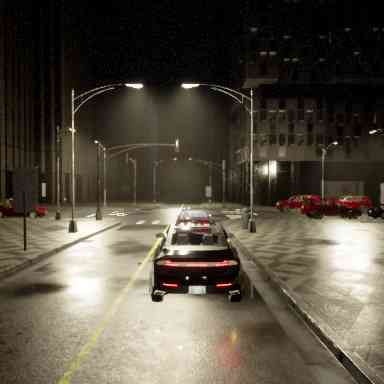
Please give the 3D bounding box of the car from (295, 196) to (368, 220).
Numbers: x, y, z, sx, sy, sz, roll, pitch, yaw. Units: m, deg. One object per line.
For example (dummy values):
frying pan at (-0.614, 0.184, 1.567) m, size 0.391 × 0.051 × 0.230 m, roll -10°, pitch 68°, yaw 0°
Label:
car at (12.078, 1.463, 29.142) m, size 5.009 × 1.841 × 2.192 m, roll 0°, pitch 1°, yaw 0°

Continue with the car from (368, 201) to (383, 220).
car at (17.721, 1.742, 29.171) m, size 4.313 × 1.339 × 1.947 m, roll 0°, pitch 1°, yaw 0°

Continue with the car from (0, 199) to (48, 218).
car at (-14.963, 1.567, 29.021) m, size 4.507 × 1.381 × 1.887 m, roll 0°, pitch 1°, yaw 0°

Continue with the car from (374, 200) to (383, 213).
car at (23.334, 1.634, 37.720) m, size 4.313 × 1.339 × 1.947 m, roll 0°, pitch 1°, yaw 0°

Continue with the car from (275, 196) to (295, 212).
car at (12.050, 1.325, 37.666) m, size 5.009 × 1.841 × 2.192 m, roll 0°, pitch 1°, yaw 0°

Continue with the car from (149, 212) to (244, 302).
car at (0.087, 1.490, 8.223) m, size 2.128 × 1.511 × 4.902 m, roll 0°, pitch 0°, yaw 0°

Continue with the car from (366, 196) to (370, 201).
car at (17.693, 1.353, 37.692) m, size 5.009 × 1.841 × 2.192 m, roll 0°, pitch 1°, yaw 0°

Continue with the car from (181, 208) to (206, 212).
car at (0.074, 1.550, 17.932) m, size 2.033 × 1.411 × 5.357 m, roll 0°, pitch 0°, yaw 0°
